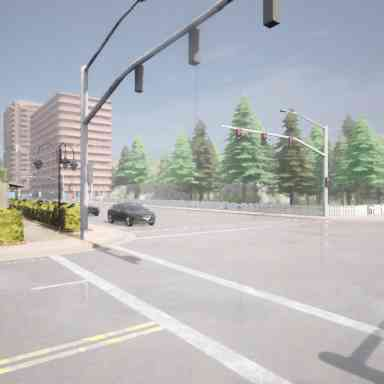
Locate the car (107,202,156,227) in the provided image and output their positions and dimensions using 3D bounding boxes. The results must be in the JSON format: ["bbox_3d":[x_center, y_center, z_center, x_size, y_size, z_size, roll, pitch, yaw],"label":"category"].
[{"bbox_3d":[-4.301,1.508,23.203,1.837,1.490,4.892,0,0,-37],"label":"car"}]

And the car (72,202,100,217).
[{"bbox_3d":[-10.265,1.604,31.153,1.895,1.301,4.718,0,0,-37],"label":"car"}]

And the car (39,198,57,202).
[{"bbox_3d":[-18.297,1.495,41.877,2.128,1.511,4.902,0,0,-37],"label":"car"}]
